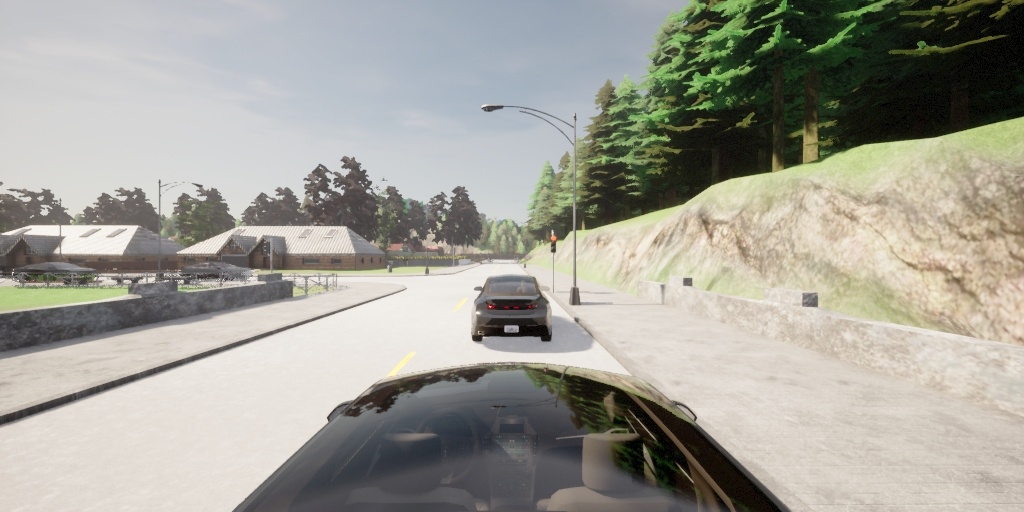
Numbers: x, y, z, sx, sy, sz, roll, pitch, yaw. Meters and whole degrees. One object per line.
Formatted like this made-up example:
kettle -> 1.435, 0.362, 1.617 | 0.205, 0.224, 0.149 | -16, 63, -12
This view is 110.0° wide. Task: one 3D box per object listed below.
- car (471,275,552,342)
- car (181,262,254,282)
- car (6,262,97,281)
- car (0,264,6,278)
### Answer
car -> -0.009, 1.255, 9.801 | 1.837, 1.490, 4.892 | 0, 0, 0
car -> -23.032, 1.242, 28.129 | 4.902, 1.511, 2.128 | 0, 0, 0
car -> -35.535, 1.228, 28.025 | 5.008, 1.535, 1.882 | 0, 0, 0
car -> -48.132, 1.228, 32.056 | 5.008, 1.535, 1.882 | 0, 0, 0
